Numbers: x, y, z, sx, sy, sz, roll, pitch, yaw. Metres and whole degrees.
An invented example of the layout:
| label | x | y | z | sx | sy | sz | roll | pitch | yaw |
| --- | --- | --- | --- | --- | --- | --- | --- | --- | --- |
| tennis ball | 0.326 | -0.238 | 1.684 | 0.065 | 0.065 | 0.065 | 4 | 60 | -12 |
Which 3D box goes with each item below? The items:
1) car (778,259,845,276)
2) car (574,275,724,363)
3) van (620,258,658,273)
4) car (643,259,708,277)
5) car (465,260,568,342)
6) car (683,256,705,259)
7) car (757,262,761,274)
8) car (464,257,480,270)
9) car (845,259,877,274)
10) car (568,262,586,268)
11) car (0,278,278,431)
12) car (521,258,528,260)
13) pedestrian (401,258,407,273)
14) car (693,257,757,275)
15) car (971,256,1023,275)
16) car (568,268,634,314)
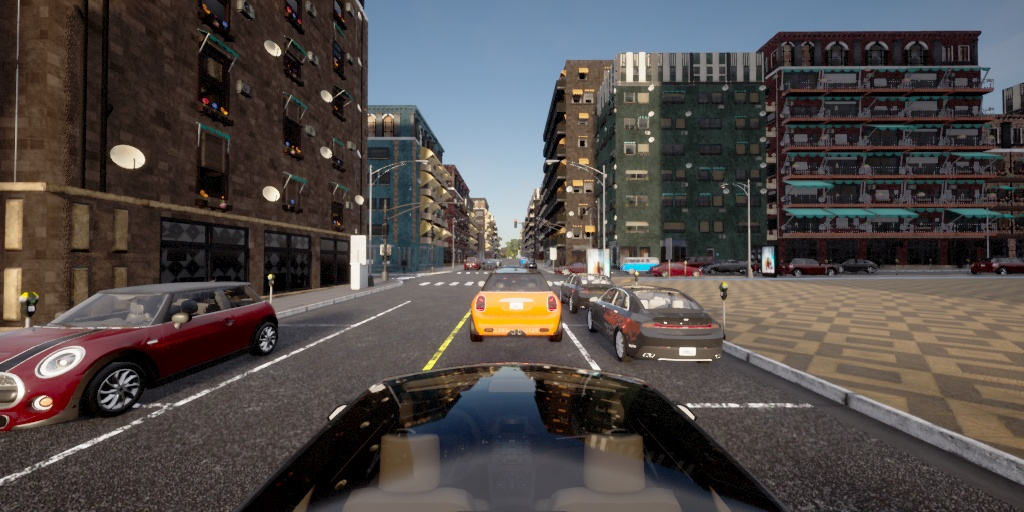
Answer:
| label | x | y | z | sx | sy | sz | roll | pitch | yaw |
| --- | --- | --- | --- | --- | --- | --- | --- | --- | --- |
| car | 24.755 | 0.935 | 30.073 | 4.097 | 1.591 | 1.967 | 0 | 0 | 0 |
| car | 2.819 | 1.302 | 7.949 | 2.007 | 1.370 | 4.403 | 0 | 0 | 0 |
| van | 13.759 | 1.045 | 38.529 | 3.998 | 1.789 | 1.690 | 0 | 0 | 0 |
| car | 13.699 | 1.162 | 30.149 | 4.207 | 1.307 | 1.802 | 0 | 0 | 0 |
| car | 0.095 | 1.104 | 9.928 | 2.097 | 1.767 | 4.553 | 0 | 0 | 0 |
| car | 19.286 | 0.977 | 38.491 | 5.009 | 1.841 | 2.192 | 0 | 0 | 0 |
| car | 24.814 | 1.165 | 38.453 | 4.507 | 1.381 | 1.888 | 0 | 0 | 0 |
| car | -5.705 | 1.083 | 51.749 | 2.192 | 1.841 | 5.009 | 0 | 0 | 0 |
| car | 33.464 | 1.021 | 35.808 | 4.892 | 1.490 | 1.837 | 0 | -1 | 0 |
| car | 6.899 | 1.267 | 35.997 | 5.357 | 1.411 | 2.033 | 0 | -1 | 0 |
| car | -5.820 | 1.191 | 5.711 | 1.967 | 1.591 | 4.097 | 0 | 0 | 0 |
| car | 2.676 | 1.334 | 51.712 | 1.948 | 1.339 | 4.313 | 0 | 0 | 0 |
| pedestrian | -12.541 | 1.097 | 41.672 | 0.375 | 1.860 | 0.375 | 0 | 0 | 0 |
| car | 21.131 | 1.101 | 35.906 | 4.902 | 1.511 | 2.128 | 0 | -1 | 0 |
| car | 41.336 | 0.811 | 29.959 | 4.097 | 1.591 | 1.967 | 0 | 0 | 0 |
| car | 2.817 | 1.304 | 13.519 | 2.007 | 1.370 | 4.403 | 0 | 0 | 0 |
